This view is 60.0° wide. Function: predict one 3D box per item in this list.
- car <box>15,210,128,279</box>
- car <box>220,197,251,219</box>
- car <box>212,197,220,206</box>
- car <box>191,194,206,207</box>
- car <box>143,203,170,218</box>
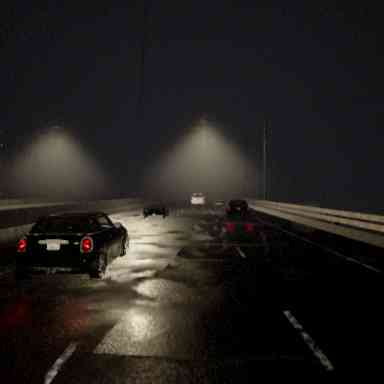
[{"bbox_3d":[-3.346,1.353,10.185,2.097,1.767,4.553,0,0,0],"label":"car"},{"bbox_3d":[3.806,1.388,28.840,2.097,1.767,4.553,0,0,2],"label":"car"},{"bbox_3d":[4.475,1.576,55.486,2.128,1.511,4.902,0,0,2],"label":"car"},{"bbox_3d":[1.002,1.287,53.098,2.150,2.045,5.566,0,0,2],"label":"car"},{"bbox_3d":[-3.095,1.620,29.753,1.895,1.301,4.718,0,0,1],"label":"car"}]
